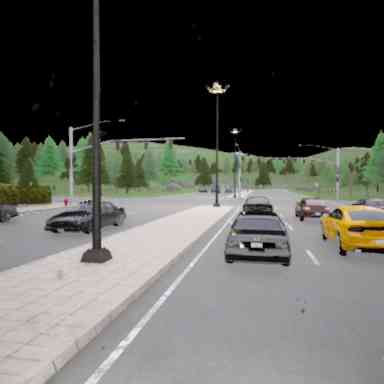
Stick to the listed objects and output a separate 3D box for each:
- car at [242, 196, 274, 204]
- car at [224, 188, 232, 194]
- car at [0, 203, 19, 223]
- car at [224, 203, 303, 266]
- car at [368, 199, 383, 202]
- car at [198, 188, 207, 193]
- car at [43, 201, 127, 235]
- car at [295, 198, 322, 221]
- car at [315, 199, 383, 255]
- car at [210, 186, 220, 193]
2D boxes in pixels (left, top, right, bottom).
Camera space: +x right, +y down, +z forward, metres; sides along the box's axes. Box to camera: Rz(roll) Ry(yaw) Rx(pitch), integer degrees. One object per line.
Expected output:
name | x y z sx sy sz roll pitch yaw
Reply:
car | 4.335 1.029 21.881 1.882 1.535 5.008 0 1 12
car | 9.777 -0.302 89.612 1.994 1.385 4.181 0 1 11
car | -11.867 1.126 17.991 2.033 1.411 5.357 0 1 12
car | 2.126 1.325 10.759 2.033 1.411 5.357 0 1 12
car | 11.301 1.141 20.991 2.033 1.411 5.357 0 1 12
car | 2.950 -0.432 91.165 1.882 1.535 5.008 0 1 11
car | -5.007 1.178 16.608 2.033 1.411 5.357 0 1 12
car | 7.920 1.088 21.921 1.812 1.442 4.674 0 1 12
car | 5.964 1.242 12.034 1.882 1.535 5.008 0 1 12
car | 6.364 -0.656 90.381 2.150 2.045 5.566 0 1 11
